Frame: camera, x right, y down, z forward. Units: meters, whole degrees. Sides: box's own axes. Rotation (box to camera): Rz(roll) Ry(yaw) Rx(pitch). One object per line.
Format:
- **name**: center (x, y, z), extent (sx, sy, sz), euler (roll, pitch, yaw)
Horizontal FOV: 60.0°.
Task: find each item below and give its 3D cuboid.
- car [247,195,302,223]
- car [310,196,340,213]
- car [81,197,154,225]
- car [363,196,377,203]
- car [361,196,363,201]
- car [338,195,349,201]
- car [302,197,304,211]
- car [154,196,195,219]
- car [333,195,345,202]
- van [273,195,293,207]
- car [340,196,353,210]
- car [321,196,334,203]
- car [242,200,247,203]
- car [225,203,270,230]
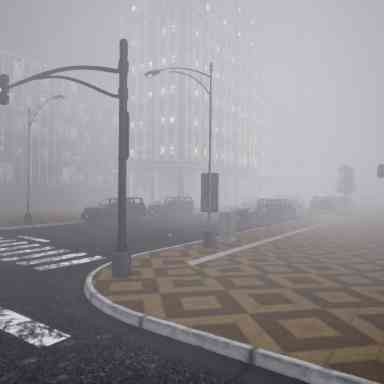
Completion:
- **car**: center (6.803, 1.409, 26.922), extent (2.192, 1.841, 5.009), euler (1, 0, 35)
- **car**: center (15.392, 1.427, 39.160), extent (2.192, 1.841, 5.009), euler (1, 0, 35)
- **car**: center (-5.412, 1.275, 23.770), extent (2.192, 1.841, 5.009), euler (1, 0, 35)
- **car**: center (39.640, 1.598, 73.428), extent (1.967, 1.590, 4.097), euler (1, 1, 35)
- **car**: center (44.108, 1.656, 84.158), extent (2.128, 1.511, 4.902), euler (1, 1, 35)
- **car**: center (39.633, 1.617, 87.037), extent (1.947, 1.339, 4.313), euler (1, 1, 35)
- **car**: center (10.988, 1.616, 37.477), extent (2.033, 1.411, 5.357), euler (1, 1, 35)
- **car**: center (-1.748, 1.283, 28.934), extent (2.192, 1.841, 5.009), euler (1, 0, 35)
- **car**: center (36.325, 1.571, 82.374), extent (1.752, 1.417, 4.829), euler (1, 1, 35)
- **van**: center (13.954, 1.345, 50.841), extent (1.690, 1.788, 3.998), euler (1, 0, 35)
- **car**: center (20.381, 1.437, 46.282), extent (2.192, 1.841, 5.009), euler (1, 0, 35)
- **car**: center (30.002, 1.617, 73.464), extent (1.802, 1.307, 4.206), euler (1, 1, 35)
- **car**: center (7.775, 1.431, 42.247), extent (1.967, 1.590, 4.097), euler (1, 0, 35)
- **car**: center (3.306, 1.668, 21.999), extent (1.802, 1.307, 4.206), euler (1, 0, 35)
